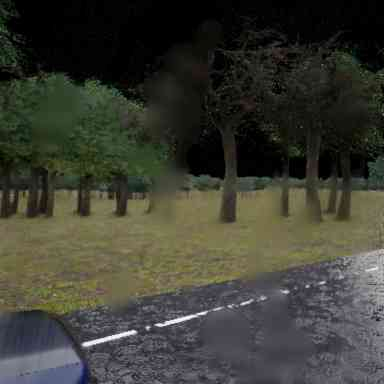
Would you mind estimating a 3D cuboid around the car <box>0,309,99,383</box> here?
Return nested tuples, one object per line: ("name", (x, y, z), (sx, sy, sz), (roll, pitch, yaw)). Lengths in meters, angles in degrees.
("car", (-3.217, 1.542, 1.697), (5.357, 1.411, 2.033), (0, 0, -36))
